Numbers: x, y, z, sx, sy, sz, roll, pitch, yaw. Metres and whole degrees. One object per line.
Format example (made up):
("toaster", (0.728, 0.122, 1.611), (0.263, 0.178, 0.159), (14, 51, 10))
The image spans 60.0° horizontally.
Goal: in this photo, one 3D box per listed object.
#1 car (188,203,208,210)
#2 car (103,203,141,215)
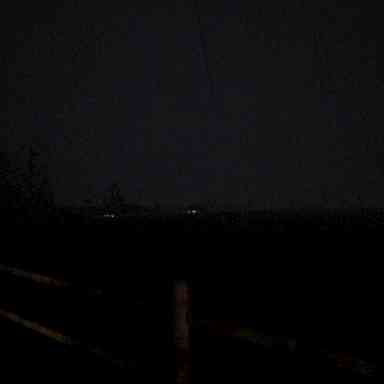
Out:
("car", (1.137, 2.667, 59.133), (1.994, 1.385, 4.181), (1, -1, 36))
("car", (-9.317, 2.230, 44.718), (2.033, 1.411, 5.357), (1, -1, 36))
